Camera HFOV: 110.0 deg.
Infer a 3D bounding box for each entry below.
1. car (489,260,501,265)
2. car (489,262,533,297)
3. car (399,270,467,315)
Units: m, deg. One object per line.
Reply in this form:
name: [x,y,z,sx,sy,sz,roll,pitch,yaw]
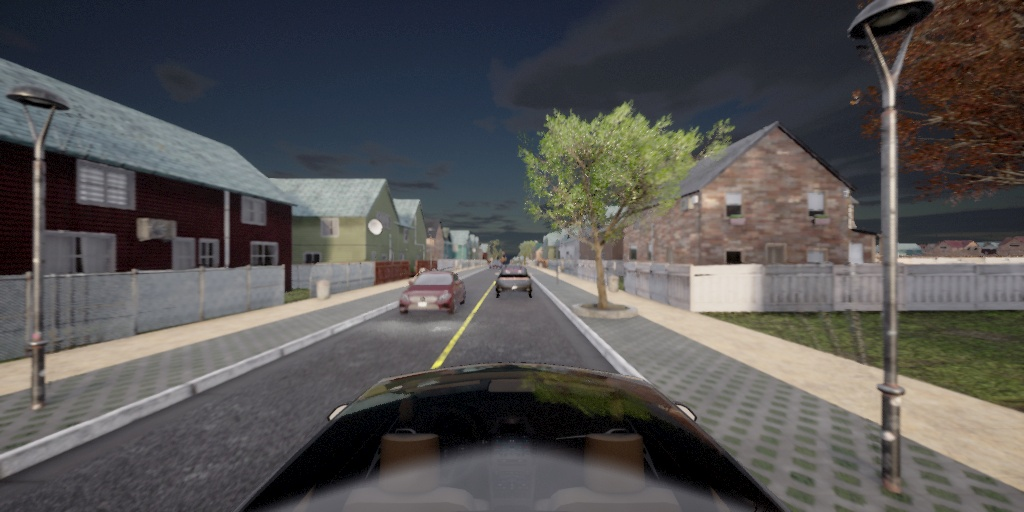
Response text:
car: [-2.739,1.399,61.165,2.097,1.767,4.553,0,0,0]
car: [0.104,1.284,19.175,2.128,1.511,4.902,0,0,0]
car: [-2.846,1.299,13.740,1.812,1.442,4.674,0,0,0]
